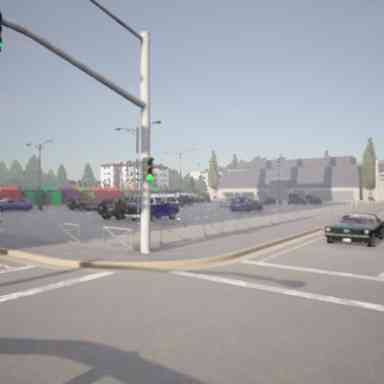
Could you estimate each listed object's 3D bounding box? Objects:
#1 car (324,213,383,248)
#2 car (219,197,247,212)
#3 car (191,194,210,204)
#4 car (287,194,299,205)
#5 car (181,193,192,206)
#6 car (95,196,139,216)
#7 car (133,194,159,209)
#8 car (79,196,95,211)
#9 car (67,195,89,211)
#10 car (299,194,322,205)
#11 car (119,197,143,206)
[{"bbox_3d":[7.567,1.643,15.270,1.895,1.301,4.718,0,0,36],"label":"car"},{"bbox_3d":[5.415,1.505,45.525,1.970,1.475,3.806,0,0,37],"label":"car"},{"bbox_3d":[2.250,1.323,69.609,1.905,1.878,3.866,0,0,37],"label":"car"},{"bbox_3d":[18.014,1.258,57.922,1.905,1.878,3.866,0,0,37],"label":"car"},{"bbox_3d":[-0.065,1.572,71.346,1.970,1.475,3.806,0,0,37],"label":"car"},{"bbox_3d":[-8.230,1.523,36.855,1.970,1.475,3.806,0,0,37],"label":"car"},{"bbox_3d":[-8.195,1.319,55.543,1.932,1.855,4.605,0,0,37],"label":"car"},{"bbox_3d":[-10.552,1.501,38.584,1.784,1.438,3.905,0,0,37],"label":"car"},{"bbox_3d":[-12.735,1.299,40.146,1.932,1.855,4.605,0,0,37],"label":"car"},{"bbox_3d":[20.303,1.246,56.150,1.932,1.855,4.605,0,0,37],"label":"car"},{"bbox_3d":[-10.479,1.539,57.323,1.784,1.438,3.905,0,0,37],"label":"car"}]
